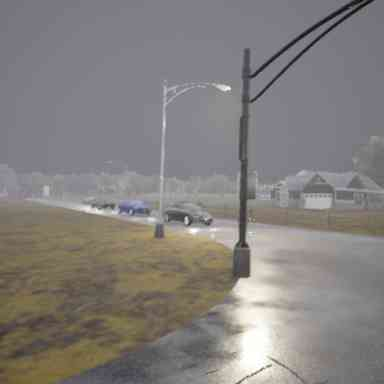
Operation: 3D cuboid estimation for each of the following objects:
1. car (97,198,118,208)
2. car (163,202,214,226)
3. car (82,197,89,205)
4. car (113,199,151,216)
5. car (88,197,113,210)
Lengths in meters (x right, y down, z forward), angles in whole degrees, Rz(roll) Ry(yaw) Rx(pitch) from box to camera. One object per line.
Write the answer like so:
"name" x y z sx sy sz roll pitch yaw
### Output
"car" -12.997 1.612 50.922 1.994 1.385 4.181 3 -1 -32
"car" -0.337 1.507 23.500 1.837 1.490 4.892 3 -1 -32
"car" -18.241 1.598 59.440 2.033 1.411 5.357 3 -1 -32
"car" -5.578 1.431 32.015 1.882 1.535 5.008 3 -1 -32
"car" -10.814 1.522 40.534 1.895 1.301 4.718 3 -1 -31
